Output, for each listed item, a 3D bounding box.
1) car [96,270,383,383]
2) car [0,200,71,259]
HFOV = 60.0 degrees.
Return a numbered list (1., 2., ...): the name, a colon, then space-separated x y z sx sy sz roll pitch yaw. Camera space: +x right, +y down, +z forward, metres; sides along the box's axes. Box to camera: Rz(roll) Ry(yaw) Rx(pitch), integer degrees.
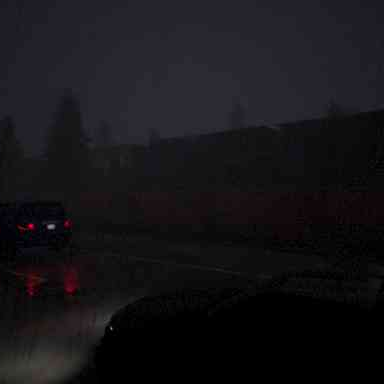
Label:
1. car: 1.096 1.535 3.210 4.674 1.442 1.812 -1 0 35
2. car: -7.213 1.359 13.434 5.566 2.045 2.150 -1 0 35
